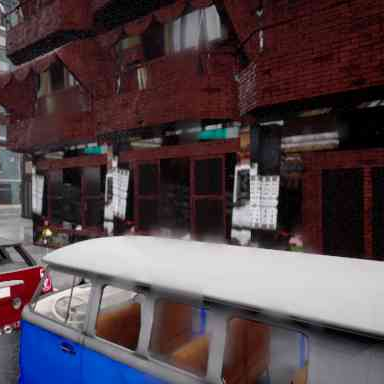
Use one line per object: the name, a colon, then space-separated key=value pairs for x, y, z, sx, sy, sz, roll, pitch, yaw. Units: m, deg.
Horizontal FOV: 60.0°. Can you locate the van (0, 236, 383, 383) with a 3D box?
van: x=0.266 y=1.341 z=2.543 sx=3.998 sy=1.788 sz=1.690 roll=0 pitch=-1 yaw=35
